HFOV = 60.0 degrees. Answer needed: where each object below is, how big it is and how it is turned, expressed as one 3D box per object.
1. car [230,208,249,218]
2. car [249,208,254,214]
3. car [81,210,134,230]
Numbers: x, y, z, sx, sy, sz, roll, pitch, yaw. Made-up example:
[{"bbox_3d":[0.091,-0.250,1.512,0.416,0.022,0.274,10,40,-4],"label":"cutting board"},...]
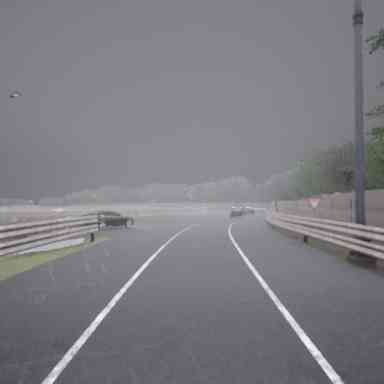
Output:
[{"bbox_3d":[7.686,3.442,55.325,1.882,1.535,5.008,0,-2,20],"label":"car"},{"bbox_3d":[13.200,4.299,76.180,1.882,1.535,5.008,0,-2,7],"label":"car"},{"bbox_3d":[-6.989,2.322,27.977,1.837,1.490,4.892,-1,-3,37],"label":"car"}]
